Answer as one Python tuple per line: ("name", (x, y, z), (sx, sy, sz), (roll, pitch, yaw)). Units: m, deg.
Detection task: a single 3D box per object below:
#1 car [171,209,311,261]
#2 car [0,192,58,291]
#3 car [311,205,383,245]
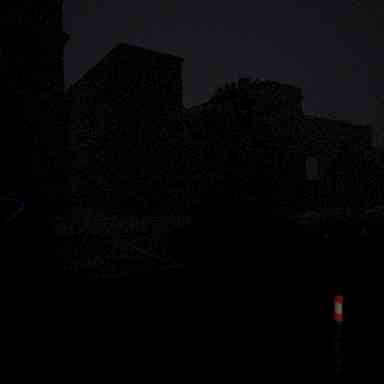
("car", (1.634, 1.367, 11.785), (5.008, 1.535, 2.097), (1, 0, -33))
("car", (-5.645, 1.017, 6.578), (5.566, 2.045, 2.435), (0, 0, -33))
("car", (6.141, 1.432, 15.009), (4.892, 1.521, 2.231), (0, 0, -33))
